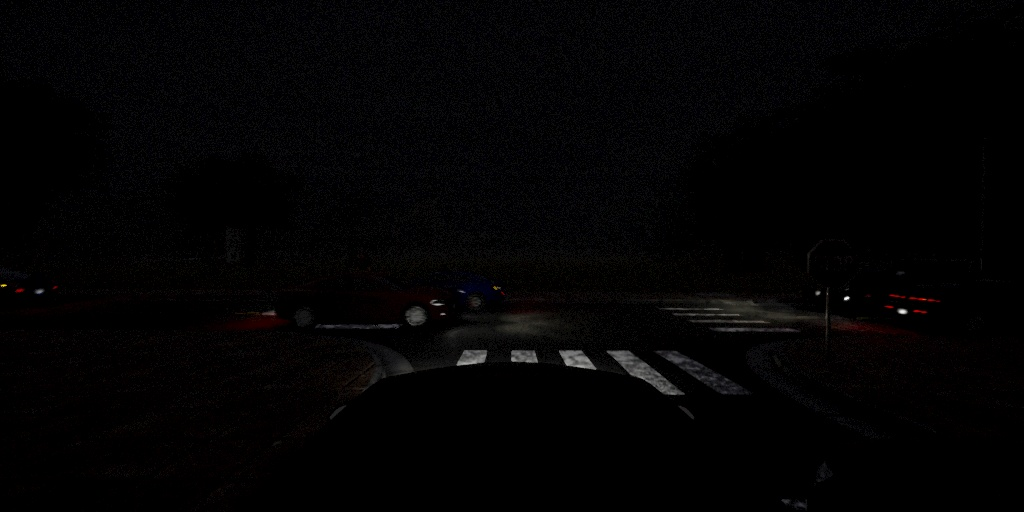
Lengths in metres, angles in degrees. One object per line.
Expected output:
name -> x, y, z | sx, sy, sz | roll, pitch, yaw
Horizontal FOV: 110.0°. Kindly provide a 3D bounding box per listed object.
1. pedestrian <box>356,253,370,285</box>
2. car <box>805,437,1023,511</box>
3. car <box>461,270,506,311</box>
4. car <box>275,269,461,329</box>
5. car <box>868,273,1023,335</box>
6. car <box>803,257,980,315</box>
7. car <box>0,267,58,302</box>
pedestrian -> -6.895, 0.754, 16.561 | 0.375, 1.860, 0.375 | 0, 1, 0
car -> 2.639, 1.301, 0.391 | 2.007, 1.370, 4.403 | 0, 0, 0
car -> -2.581, 1.236, 13.675 | 4.674, 1.442, 1.812 | 0, 1, 0
car -> -4.246, 1.228, 10.718 | 5.008, 1.535, 1.882 | 0, 1, 0
car -> 14.121, 1.430, 10.748 | 4.892, 1.490, 1.837 | 1, 1, 0
car -> 14.447, 1.083, 13.690 | 5.566, 2.045, 2.150 | 0, 1, 0
car -> -20.284, 1.155, 13.639 | 4.674, 1.442, 1.812 | 0, 1, 0
